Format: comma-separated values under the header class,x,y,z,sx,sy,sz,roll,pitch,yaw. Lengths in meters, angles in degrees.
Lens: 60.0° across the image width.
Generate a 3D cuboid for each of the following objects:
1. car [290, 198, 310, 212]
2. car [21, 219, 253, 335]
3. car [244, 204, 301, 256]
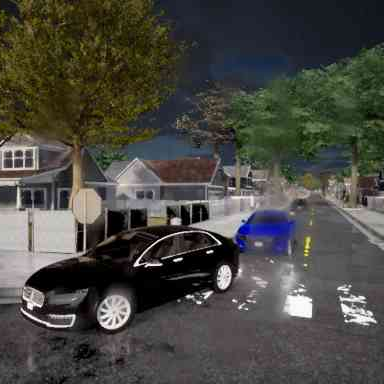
class,x,y,z,sx,sy,sz,roll,pitch,yaw
car,12.480,1.517,38.407,1.837,1.490,4.892,0,-1,20
car,-0.881,1.507,6.946,1.837,1.490,4.892,0,0,42
car,3.153,1.478,13.440,1.882,1.535,5.008,0,0,22
